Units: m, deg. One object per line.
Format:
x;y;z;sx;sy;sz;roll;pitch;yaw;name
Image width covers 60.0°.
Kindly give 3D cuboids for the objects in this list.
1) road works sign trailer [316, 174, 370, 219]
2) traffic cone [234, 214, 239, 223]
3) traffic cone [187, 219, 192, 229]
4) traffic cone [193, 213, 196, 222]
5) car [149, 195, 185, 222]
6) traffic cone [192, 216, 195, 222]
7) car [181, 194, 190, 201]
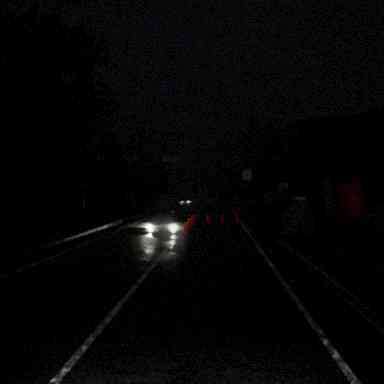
8.119;0.374;19.294;2.880;2.380;3.560;-8;-11;44;road works sign trailer
3.078;1.798;22.883;0.340;0.580;0.340;0;0;10;traffic cone
-0.333;1.822;17.000;0.340;0.580;0.340;0;0;4;traffic cone
-0.031;1.792;20.989;0.340;0.580;0.340;0;0;4;traffic cone
-1.879;1.270;24.669;1.882;1.535;5.008;0;0;4;car
-0.182;1.807;18.994;0.340;0.580;0.340;0;0;4;traffic cone
-1.449;1.061;65.707;2.033;1.411;5.357;-1;0;-7;car
